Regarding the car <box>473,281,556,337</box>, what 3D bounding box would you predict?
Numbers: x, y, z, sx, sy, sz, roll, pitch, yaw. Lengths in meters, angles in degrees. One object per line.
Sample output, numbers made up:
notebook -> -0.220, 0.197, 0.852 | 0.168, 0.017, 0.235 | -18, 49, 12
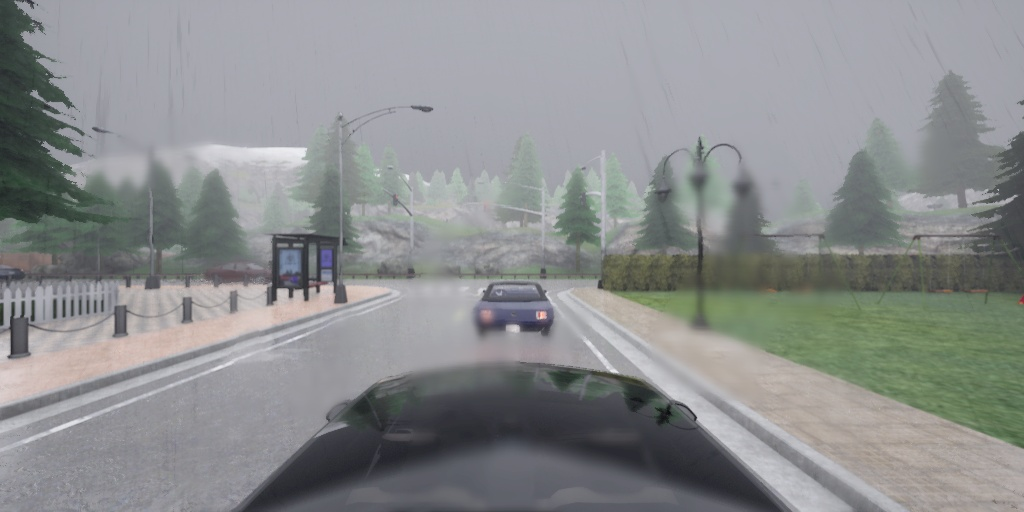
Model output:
car -> 0.076, 1.352, 10.256 | 1.895, 1.301, 4.718 | 0, 0, 0

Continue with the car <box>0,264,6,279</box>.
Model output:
car -> -39.990, 1.261, 25.404 | 4.902, 1.511, 2.128 | 0, 0, 1

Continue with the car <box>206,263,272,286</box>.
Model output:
car -> -18.489, 1.246, 25.139 | 5.008, 1.535, 1.882 | 0, 0, 1

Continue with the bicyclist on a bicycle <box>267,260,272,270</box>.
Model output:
bicyclist on a bicycle -> -21.621, 1.222, 32.261 | 0.582, 1.620, 1.656 | 0, 0, 0

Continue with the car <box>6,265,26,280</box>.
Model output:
car -> -42.368, 1.333, 28.941 | 4.181, 1.385, 1.994 | 0, 0, 0
